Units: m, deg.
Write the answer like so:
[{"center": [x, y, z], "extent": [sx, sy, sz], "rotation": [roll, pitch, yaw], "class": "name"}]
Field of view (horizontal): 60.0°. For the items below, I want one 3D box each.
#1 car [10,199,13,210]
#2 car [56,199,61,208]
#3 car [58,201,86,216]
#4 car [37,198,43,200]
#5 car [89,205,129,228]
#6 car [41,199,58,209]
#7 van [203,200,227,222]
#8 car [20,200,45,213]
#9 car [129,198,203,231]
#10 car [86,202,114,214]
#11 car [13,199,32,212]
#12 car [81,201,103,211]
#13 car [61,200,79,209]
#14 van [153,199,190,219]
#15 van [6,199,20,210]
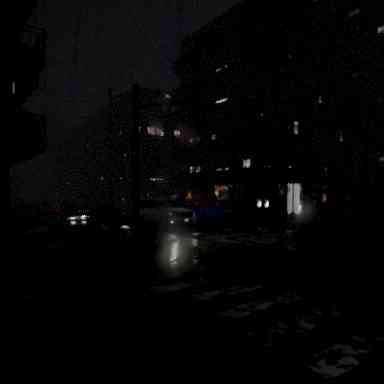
[{"center": [-28.742, 2.324, 55.042], "extent": [2.008, 1.369, 4.403], "rotation": [-1, 0, -36], "class": "car"}, {"center": [-19.320, 2.189, 51.966], "extent": [1.994, 1.385, 4.181], "rotation": [-1, 0, -36], "class": "car"}, {"center": [-13.836, 2.033, 39.129], "extent": [1.994, 1.385, 4.181], "rotation": [-1, 0, -35], "class": "car"}, {"center": [-35.274, 2.323, 78.018], "extent": [2.192, 1.841, 5.009], "rotation": [-1, 0, -36], "class": "car"}, {"center": [-5.521, 1.840, 23.445], "extent": [1.802, 1.307, 4.206], "rotation": [-1, 0, -36], "class": "car"}, {"center": [-25.272, 2.358, 60.055], "extent": [1.895, 1.301, 4.718], "rotation": [-1, 0, -36], "class": "car"}, {"center": [1.215, 1.537, 28.365], "extent": [1.690, 1.788, 3.998], "rotation": [-1, 0, -36], "class": "van"}, {"center": [-22.107, 2.208, 46.015], "extent": [1.802, 1.307, 4.206], "rotation": [-1, 0, -36], "class": "car"}, {"center": [-1.963, 1.427, 22.931], "extent": [2.150, 2.045, 5.566], "rotation": [-1, 0, -36], "class": "car"}, {"center": [-7.892, 1.815, 31.003], "extent": [1.882, 1.535, 5.008], "rotation": [-1, 0, -36], "class": "car"}, {"center": [-25.428, 2.140, 50.528], "extent": [1.967, 1.590, 4.097], "rotation": [-1, 0, -36], "class": "car"}, {"center": [-15.365, 2.146, 50.935], "extent": [1.802, 1.307, 4.206], "rotation": [-1, 0, -36], "class": "car"}, {"center": [-22.101, 2.239, 60.100], "extent": [1.752, 1.417, 4.829], "rotation": [-1, 0, -36], "class": "car"}, {"center": [-2.102, 1.610, 32.879], "extent": [1.690, 1.788, 3.998], "rotation": [-1, 0, -36], "class": "van"}, {"center": [-32.064, 2.189, 59.556], "extent": [1.690, 1.788, 3.998], "rotation": [-1, 0, -36], "class": "van"}]
